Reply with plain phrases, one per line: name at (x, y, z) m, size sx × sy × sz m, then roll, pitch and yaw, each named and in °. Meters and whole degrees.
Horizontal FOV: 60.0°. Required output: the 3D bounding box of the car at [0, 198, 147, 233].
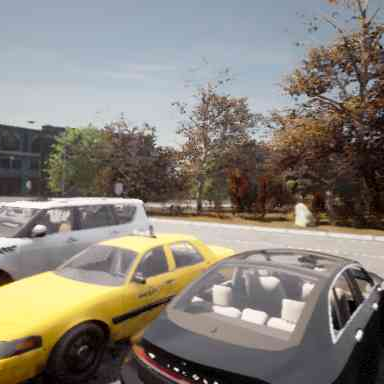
car at (-3.219, 1.172, 7.406) m, size 2.435 × 2.045 × 5.566 m, roll 1°, pitch 0°, yaw 35°

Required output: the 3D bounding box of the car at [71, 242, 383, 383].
car at (1.313, 1.471, 4.201) m, size 2.231 × 1.521 × 4.892 m, roll 1°, pitch 0°, yaw 35°

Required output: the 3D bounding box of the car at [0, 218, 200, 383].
car at (-1.052, 1.444, 5.667) m, size 1.946 × 1.575 × 5.366 m, roll 1°, pitch 0°, yaw 35°
